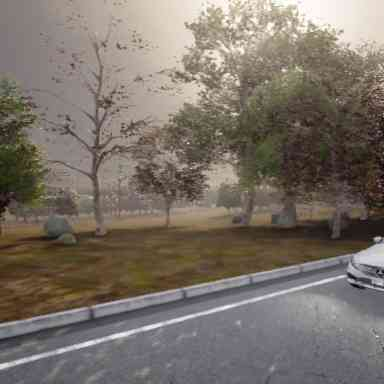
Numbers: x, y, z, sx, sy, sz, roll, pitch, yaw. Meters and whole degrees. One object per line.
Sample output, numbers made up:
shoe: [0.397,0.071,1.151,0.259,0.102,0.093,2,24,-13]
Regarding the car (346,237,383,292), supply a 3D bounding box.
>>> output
car: [5.644,1.535,7.991,4.674,1.442,1.812,0,0,-35]
